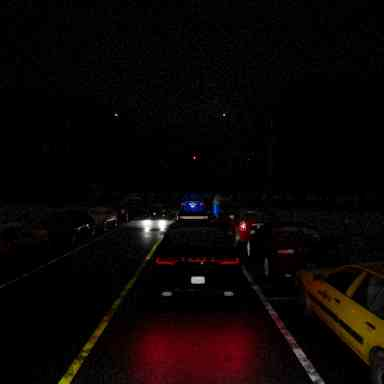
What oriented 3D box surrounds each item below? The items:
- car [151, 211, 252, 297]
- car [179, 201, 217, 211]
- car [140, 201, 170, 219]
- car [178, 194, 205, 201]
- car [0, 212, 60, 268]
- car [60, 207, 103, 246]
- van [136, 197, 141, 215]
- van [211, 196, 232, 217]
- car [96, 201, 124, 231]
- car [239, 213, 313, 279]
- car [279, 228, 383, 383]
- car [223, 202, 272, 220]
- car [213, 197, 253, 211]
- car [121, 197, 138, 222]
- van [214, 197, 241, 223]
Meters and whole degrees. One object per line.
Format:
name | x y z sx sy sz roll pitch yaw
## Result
car | 0.090 1.478 8.627 1.882 1.535 5.008 0 0 0
car | 0.087 1.493 19.071 2.128 1.511 4.902 0 0 0
car | -3.016 1.574 28.824 1.994 1.385 4.181 0 0 0
car | 0.009 1.226 29.438 2.150 2.045 5.566 0 0 -2
car | -5.770 1.526 9.676 1.752 1.417 4.829 0 0 0
car | -5.773 1.567 15.283 1.947 1.339 4.313 0 0 0
van | -5.781 1.346 31.596 1.690 1.788 3.998 0 0 0
van | 2.745 1.346 31.600 1.690 1.788 3.998 0 0 0
car | -5.775 1.527 20.551 1.752 1.417 4.829 0 0 0
car | 2.755 1.545 9.850 1.887 1.381 4.507 0 0 0
car | 2.758 1.525 4.582 1.752 1.417 4.829 0 0 0
car | 2.752 1.441 15.287 1.967 1.590 4.097 0 0 0
car | 2.750 1.317 20.725 2.192 1.841 5.009 0 0 0
car | -5.778 1.444 26.158 1.967 1.590 4.097 0 0 0
van | 2.747 1.345 26.162 1.690 1.788 3.998 0 0 0
